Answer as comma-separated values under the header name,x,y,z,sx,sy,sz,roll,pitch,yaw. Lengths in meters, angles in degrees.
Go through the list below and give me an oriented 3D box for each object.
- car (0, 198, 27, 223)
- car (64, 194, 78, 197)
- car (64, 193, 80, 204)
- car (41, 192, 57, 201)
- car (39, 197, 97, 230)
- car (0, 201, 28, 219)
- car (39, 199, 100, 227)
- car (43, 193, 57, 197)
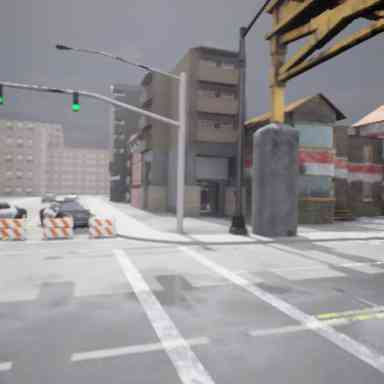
name,x,y,z,sx,sy,sz,roll,pitch,yaw
car,-10.988,1.015,17.661,1.853,1.218,4.536,1,0,6
car,-15.753,1.009,43.741,2.038,1.542,4.974,1,0,-19
car,-15.767,0.851,43.789,1.853,1.218,4.536,1,0,-19
car,-21.726,0.705,50.779,1.853,1.218,4.536,1,0,-19
car,-6.956,1.258,18.640,2.038,1.542,4.974,1,0,-39
car,-10.997,1.172,17.609,2.038,1.542,4.974,1,0,6
car,-6.985,1.100,18.680,1.853,1.218,4.536,1,0,-39
car,-21.713,0.863,50.731,2.038,1.542,4.974,1,0,-19
